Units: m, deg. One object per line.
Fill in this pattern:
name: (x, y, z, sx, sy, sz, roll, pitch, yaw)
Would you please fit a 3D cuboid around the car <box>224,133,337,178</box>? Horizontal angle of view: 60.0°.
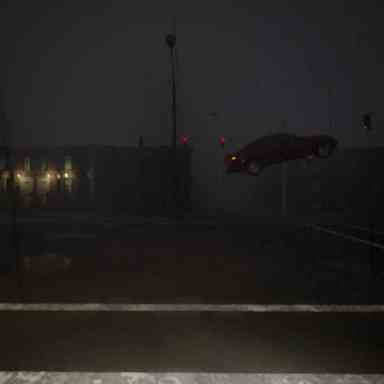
car: (3.610, -1.710, 14.023, 4.674, 1.442, 1.812, -14, 0, 0)
